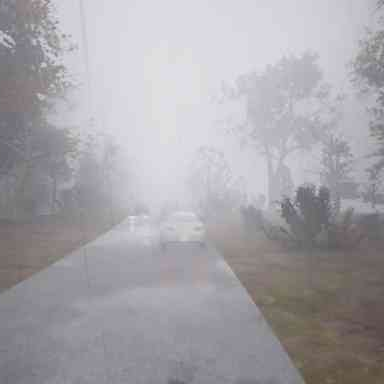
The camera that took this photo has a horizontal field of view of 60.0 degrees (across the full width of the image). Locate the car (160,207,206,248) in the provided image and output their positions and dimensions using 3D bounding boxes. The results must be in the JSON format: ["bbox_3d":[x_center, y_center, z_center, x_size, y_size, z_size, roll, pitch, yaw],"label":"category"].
[{"bbox_3d":[-0.443,1.592,15.008,1.812,1.442,4.674,0,0,-3],"label":"car"}]

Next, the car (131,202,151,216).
[{"bbox_3d":[-5.763,1.850,37.314,1.837,1.490,4.892,0,-1,-8],"label":"car"}]

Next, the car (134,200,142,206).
[{"bbox_3d":[-12.757,2.589,78.503,1.994,1.385,4.181,0,-2,-10],"label":"car"}]

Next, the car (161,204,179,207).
[{"bbox_3d":[-2.060,1.829,31.840,1.994,1.385,4.181,0,-1,-7],"label":"car"}]
